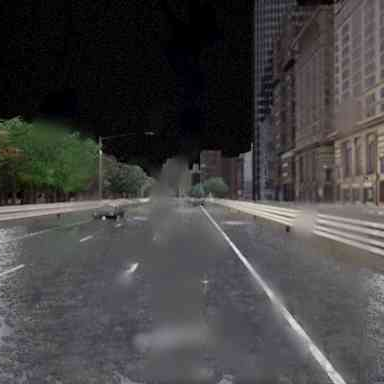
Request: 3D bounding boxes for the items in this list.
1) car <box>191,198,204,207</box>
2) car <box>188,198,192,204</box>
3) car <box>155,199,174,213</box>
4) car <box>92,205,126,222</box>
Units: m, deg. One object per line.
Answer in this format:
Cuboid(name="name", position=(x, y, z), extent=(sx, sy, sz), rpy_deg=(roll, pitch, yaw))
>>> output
Cuboid(name="car", position=(1.218, 1.960, 60.778), extent=(1.837, 1.490, 4.892), rpy_deg=(0, -1, 0))
Cuboid(name="car", position=(-0.007, 2.092, 79.173), extent=(1.994, 1.385, 4.181), rpy_deg=(0, -1, 0))
Cuboid(name="car", position=(-3.404, 1.621, 41.339), extent=(2.097, 1.767, 4.553), rpy_deg=(0, 0, 0))
Cuboid(name="car", position=(-6.910, 1.760, 28.279), extent=(1.895, 1.301, 4.718), rpy_deg=(0, 0, 0))
